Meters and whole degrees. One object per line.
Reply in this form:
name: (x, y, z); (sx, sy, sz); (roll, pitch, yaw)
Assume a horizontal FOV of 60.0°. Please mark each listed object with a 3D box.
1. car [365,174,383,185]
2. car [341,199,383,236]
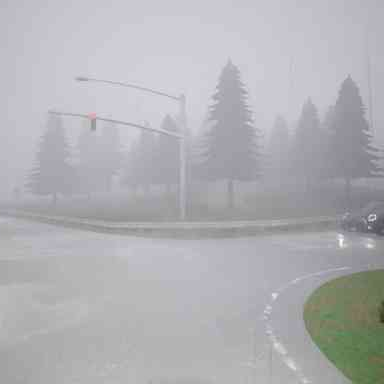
car: (28.020, -2.127, 51.214); (2.150, 2.045, 5.566); (0, 5, 25)
car: (9.947, 1.138, 17.042); (4.553, 1.767, 2.097); (-2, 1, -21)
